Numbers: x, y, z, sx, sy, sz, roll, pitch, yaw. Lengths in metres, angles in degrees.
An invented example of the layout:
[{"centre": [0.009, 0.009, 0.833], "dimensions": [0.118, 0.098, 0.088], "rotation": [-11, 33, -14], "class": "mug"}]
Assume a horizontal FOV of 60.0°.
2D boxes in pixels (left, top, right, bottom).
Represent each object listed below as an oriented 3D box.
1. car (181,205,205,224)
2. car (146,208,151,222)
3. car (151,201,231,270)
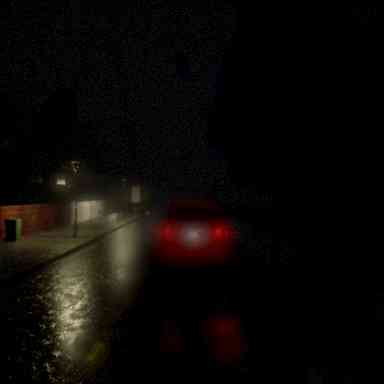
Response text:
[{"centre": [0.085, 1.846, 27.768], "dimensions": [1.895, 1.301, 4.718], "rotation": [0, -1, 0], "class": "car"}, {"centre": [-2.851, 1.782, 29.030], "dimensions": [1.812, 1.442, 4.674], "rotation": [0, -1, 0], "class": "car"}, {"centre": [0.078, 1.320, 11.559], "dimensions": [2.150, 2.045, 5.566], "rotation": [0, -1, 0], "class": "car"}]
